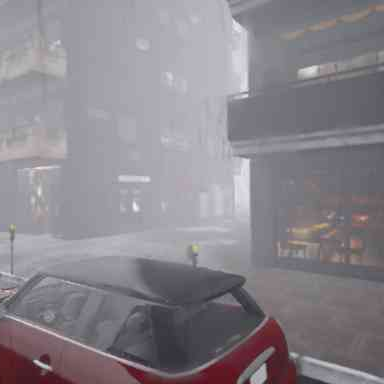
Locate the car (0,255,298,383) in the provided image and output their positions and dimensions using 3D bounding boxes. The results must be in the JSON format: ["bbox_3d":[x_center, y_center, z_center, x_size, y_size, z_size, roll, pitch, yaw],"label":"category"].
[{"bbox_3d":[-1.077,1.443,3.656,4.097,1.590,1.967,0,-1,35],"label":"car"}]
